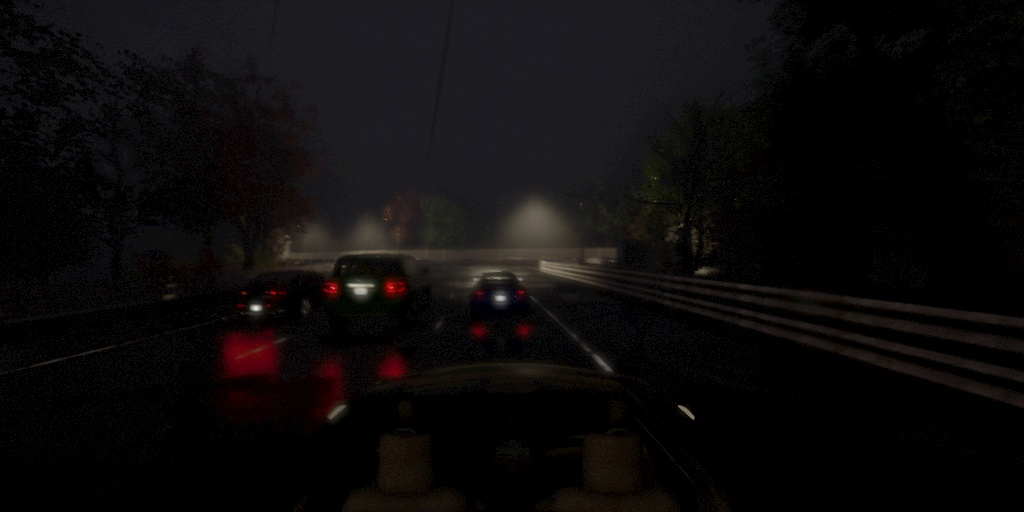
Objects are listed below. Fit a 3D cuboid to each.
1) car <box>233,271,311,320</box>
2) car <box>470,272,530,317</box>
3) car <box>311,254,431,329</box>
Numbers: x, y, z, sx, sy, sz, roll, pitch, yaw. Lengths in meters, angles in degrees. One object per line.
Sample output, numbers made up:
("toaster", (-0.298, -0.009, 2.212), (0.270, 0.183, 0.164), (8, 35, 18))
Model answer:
("car", (-7.637, 1.266, 12.776), (1.837, 1.490, 4.892), (0, 0, -6))
("car", (-0.475, 1.279, 13.128), (1.994, 1.385, 4.181), (0, 0, -4))
("car", (-3.967, 0.963, 11.502), (2.150, 2.045, 5.566), (0, 0, -5))
